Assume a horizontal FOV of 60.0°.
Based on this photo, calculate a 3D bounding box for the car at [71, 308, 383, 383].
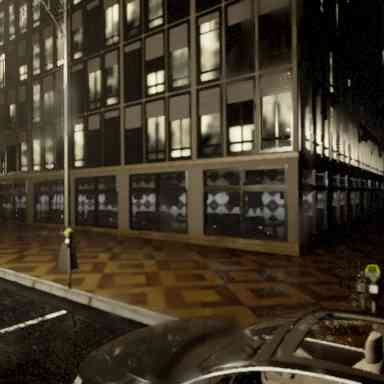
[{"bbox_3d":[0.956,1.548,2.210,4.403,1.369,2.008,1,-1,36],"label":"car"}]
